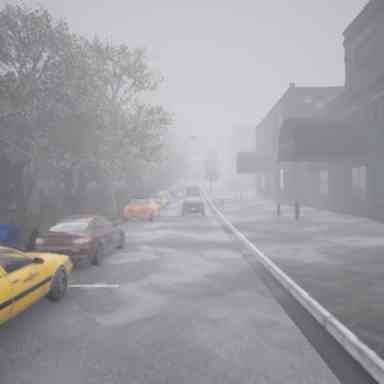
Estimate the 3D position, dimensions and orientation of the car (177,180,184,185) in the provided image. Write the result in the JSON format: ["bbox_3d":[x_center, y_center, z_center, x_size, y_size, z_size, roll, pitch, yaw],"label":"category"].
[{"bbox_3d":[-3.634,-1.367,75.056,1.946,1.575,5.366,0,3,2],"label":"car"}]

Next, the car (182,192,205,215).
[{"bbox_3d":[0.105,1.120,29.264,1.882,1.535,5.008,0,2,0],"label":"car"}]

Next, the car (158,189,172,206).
[{"bbox_3d":[-3.625,0.872,35.742,1.946,1.575,5.366,1,2,2],"label":"car"}]

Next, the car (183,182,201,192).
[{"bbox_3d":[0.107,0.008,48.111,2.150,2.045,5.566,0,3,0],"label":"car"}]

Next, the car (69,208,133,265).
[{"bbox_3d":[-3.650,1.506,11.466,2.002,1.452,4.674,0,0,2],"label":"car"}]

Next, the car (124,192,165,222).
[{"bbox_3d":[-3.624,1.130,24.723,2.185,1.767,4.553,2,2,2],"label":"car"}]

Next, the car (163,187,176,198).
[{"bbox_3d":[-3.627,0.628,41.476,2.231,1.521,4.892,1,3,2],"label":"car"}]

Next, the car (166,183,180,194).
[{"bbox_3d":[-3.646,-0.127,52.589,2.185,1.767,4.553,0,3,2],"label":"car"}]

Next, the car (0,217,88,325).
[{"bbox_3d":[-3.643,1.476,5.329,1.946,1.575,5.366,0,1,2],"label":"car"}]

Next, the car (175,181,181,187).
[{"bbox_3d":[-3.645,-0.462,58.150,2.185,1.767,4.553,0,3,2],"label":"car"}]

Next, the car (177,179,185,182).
[{"bbox_3d":[-3.638,-2.009,86.024,2.163,1.488,4.792,0,3,2],"label":"car"}]
